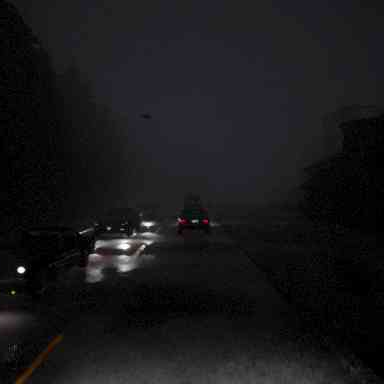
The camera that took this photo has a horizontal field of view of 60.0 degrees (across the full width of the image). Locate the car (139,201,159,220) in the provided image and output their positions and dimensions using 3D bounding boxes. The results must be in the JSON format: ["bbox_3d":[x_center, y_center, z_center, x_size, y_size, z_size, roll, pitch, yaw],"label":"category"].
[{"bbox_3d":[-4.047,1.575,29.402,2.128,1.511,4.902,0,0,1],"label":"car"}]

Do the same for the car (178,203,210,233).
[{"bbox_3d":[0.109,1.605,20.081,2.033,1.411,5.357,0,0,0],"label":"car"}]

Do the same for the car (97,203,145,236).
[{"bbox_3d":[-4.067,1.560,18.766,1.837,1.490,4.892,0,0,0],"label":"car"}]

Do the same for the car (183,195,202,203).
[{"bbox_3d":[0.085,1.344,42.529,2.150,2.045,5.566,0,0,0],"label":"car"}]

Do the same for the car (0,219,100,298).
[{"bbox_3d":[-4.084,1.626,8.701,1.895,1.301,4.718,0,0,0],"label":"car"}]
